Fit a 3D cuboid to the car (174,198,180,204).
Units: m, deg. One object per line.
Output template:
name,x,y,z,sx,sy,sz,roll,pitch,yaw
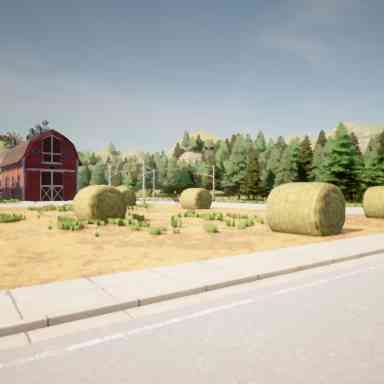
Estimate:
car,-1.206,1.686,61.631,1.895,1.301,4.718,0,0,-38
